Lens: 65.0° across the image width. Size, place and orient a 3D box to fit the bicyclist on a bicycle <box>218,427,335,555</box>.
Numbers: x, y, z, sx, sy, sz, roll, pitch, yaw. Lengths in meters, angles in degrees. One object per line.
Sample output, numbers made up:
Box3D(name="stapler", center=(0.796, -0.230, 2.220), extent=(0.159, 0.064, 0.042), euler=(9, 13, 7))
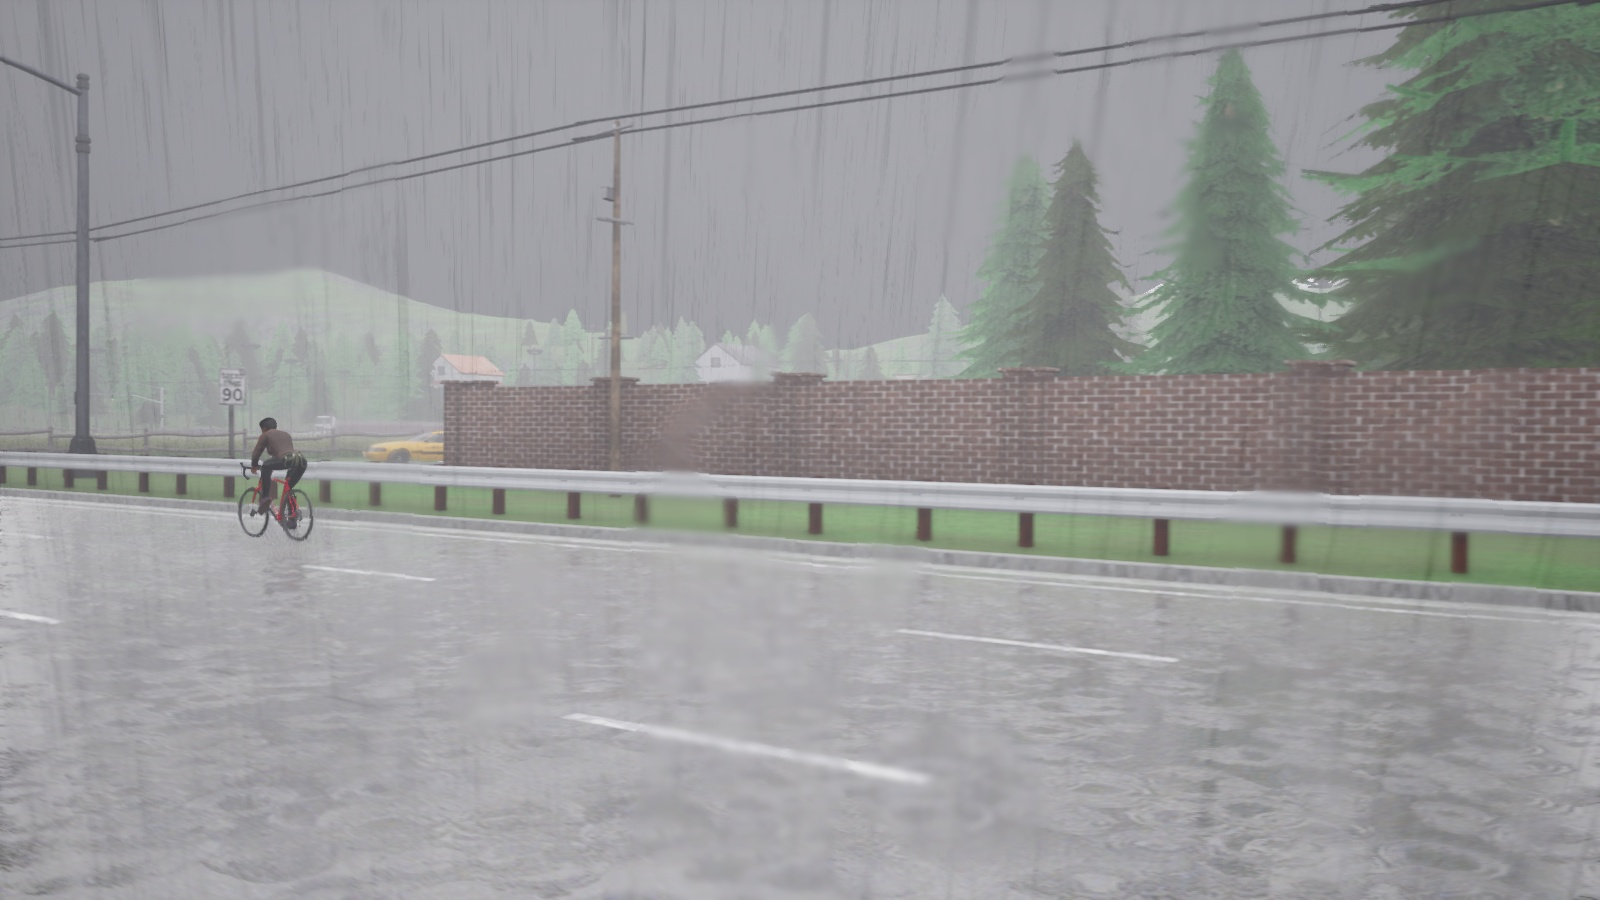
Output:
Box3D(name="bicyclist on a bicycle", center=(-6.940, 0.520, 16.635), extent=(1.656, 1.620, 0.582), euler=(0, 1, 34))

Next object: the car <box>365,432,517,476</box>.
Box3D(name="car", center=(-13.885, 0.132, 48.657), extent=(5.366, 1.575, 1.801), euler=(-1, 1, -31))
